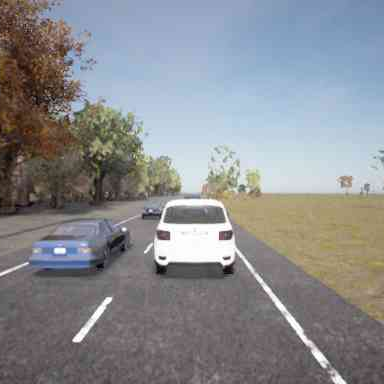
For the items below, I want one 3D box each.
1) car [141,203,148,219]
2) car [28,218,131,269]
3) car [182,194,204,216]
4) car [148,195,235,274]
[{"bbox_3d":[-3.408,1.612,30.161,2.033,1.411,5.357,0,0,0],"label":"car"},{"bbox_3d":[-3.416,1.572,11.130,2.033,1.411,5.357,0,0,0],"label":"car"},{"bbox_3d":[0.095,1.295,34.414,2.150,2.045,5.566,0,0,0],"label":"car"},{"bbox_3d":[0.083,1.246,10.847,2.150,2.045,5.566,0,0,0],"label":"car"}]
